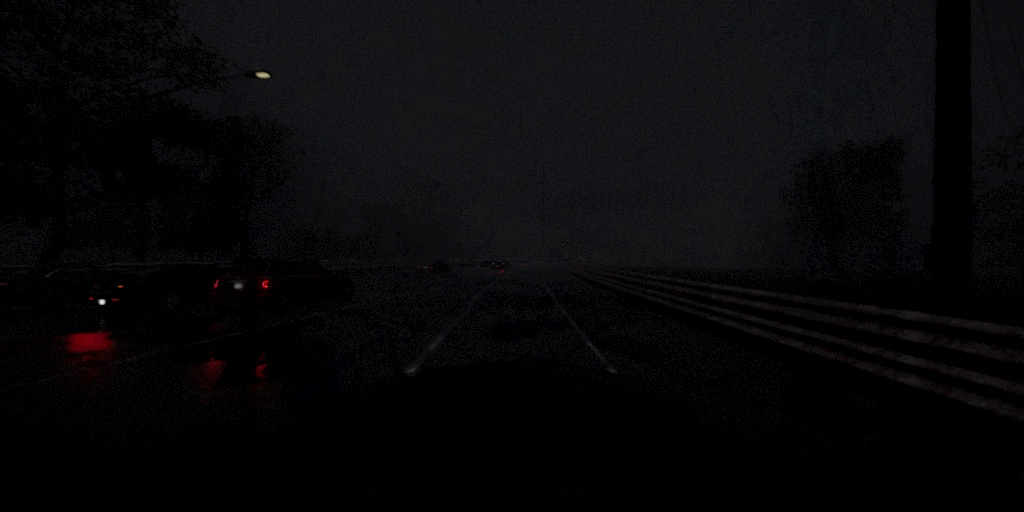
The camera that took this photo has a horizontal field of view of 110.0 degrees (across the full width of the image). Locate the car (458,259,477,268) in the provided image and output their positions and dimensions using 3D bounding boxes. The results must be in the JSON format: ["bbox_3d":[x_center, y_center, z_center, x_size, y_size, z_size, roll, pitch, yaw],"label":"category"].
[{"bbox_3d":[-6.975,1.160,56.666,1.994,1.385,4.181,0,0,11],"label":"car"}]

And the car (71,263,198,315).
[{"bbox_3d":[-10.957,1.016,12.273,1.837,1.490,4.892,0,0,8],"label":"car"}]

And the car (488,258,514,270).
[{"bbox_3d":[-1.423,1.125,48.528,1.812,1.442,4.674,0,0,11],"label":"car"}]

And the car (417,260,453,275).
[{"bbox_3d":[-7.436,1.105,34.989,2.033,1.411,5.357,0,0,10],"label":"car"}]

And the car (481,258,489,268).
[{"bbox_3d":[-3.445,1.084,56.490,1.882,1.535,5.008,0,0,11],"label":"car"}]

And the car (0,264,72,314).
[{"bbox_3d":[-14.496,0.989,12.261,2.128,1.511,4.902,0,0,8],"label":"car"}]

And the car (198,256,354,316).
[{"bbox_3d":[-7.434,0.874,12.234,2.097,1.767,4.553,0,0,8],"label":"car"}]
